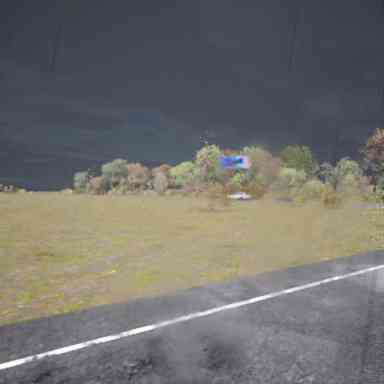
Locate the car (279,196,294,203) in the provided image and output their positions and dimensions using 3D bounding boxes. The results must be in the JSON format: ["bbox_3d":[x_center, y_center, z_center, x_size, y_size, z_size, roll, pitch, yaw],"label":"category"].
[{"bbox_3d":[19.458,1.455,69.340,2.033,1.411,5.357,0,0,-34],"label":"car"}]

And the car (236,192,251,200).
[{"bbox_3d":[11.821,1.001,80.814,2.150,2.045,5.566,0,0,-34],"label":"car"}]
